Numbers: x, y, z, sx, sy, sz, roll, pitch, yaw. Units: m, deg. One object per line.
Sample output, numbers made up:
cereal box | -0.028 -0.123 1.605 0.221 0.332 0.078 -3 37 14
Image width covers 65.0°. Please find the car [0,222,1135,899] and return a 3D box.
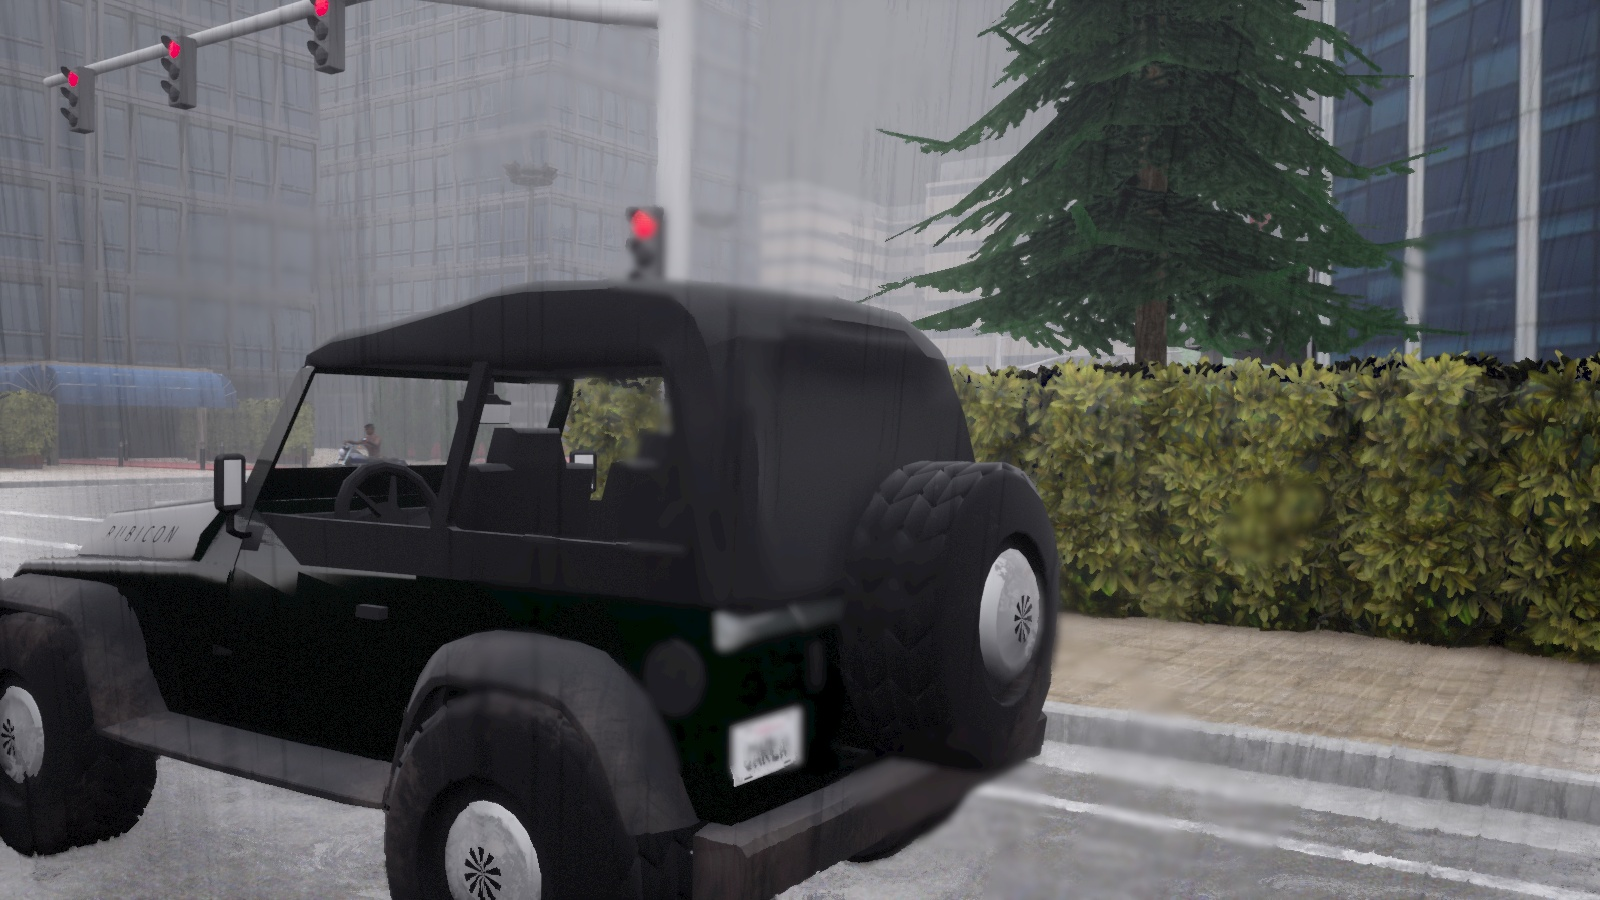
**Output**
car | -1.061 0.478 4.325 3.866 1.878 1.905 0 1 34
